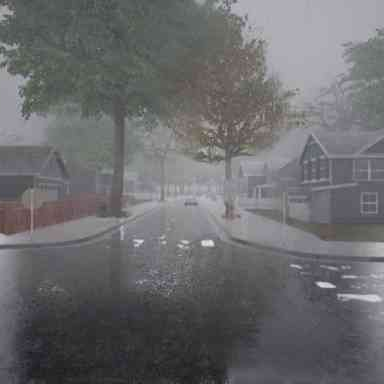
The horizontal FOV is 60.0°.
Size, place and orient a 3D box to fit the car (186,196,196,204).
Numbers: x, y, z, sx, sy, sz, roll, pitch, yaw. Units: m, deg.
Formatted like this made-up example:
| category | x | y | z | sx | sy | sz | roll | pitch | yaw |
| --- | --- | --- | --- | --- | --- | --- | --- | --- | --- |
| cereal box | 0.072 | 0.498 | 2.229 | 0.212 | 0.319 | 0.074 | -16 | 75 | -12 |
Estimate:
| category | x | y | z | sx | sy | sz | roll | pitch | yaw |
| --- | --- | --- | --- | --- | --- | --- | --- | --- | --- |
| car | -0.166 | 1.492 | 62.262 | 1.812 | 1.442 | 4.674 | 0 | 0 | 0 |

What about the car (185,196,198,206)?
| category | x | y | z | sx | sy | sz | roll | pitch | yaw |
| --- | --- | --- | --- | --- | --- | --- | --- | --- | --- |
| car | -0.139 | 1.536 | 52.256 | 1.994 | 1.385 | 4.181 | 0 | 0 | 0 |
